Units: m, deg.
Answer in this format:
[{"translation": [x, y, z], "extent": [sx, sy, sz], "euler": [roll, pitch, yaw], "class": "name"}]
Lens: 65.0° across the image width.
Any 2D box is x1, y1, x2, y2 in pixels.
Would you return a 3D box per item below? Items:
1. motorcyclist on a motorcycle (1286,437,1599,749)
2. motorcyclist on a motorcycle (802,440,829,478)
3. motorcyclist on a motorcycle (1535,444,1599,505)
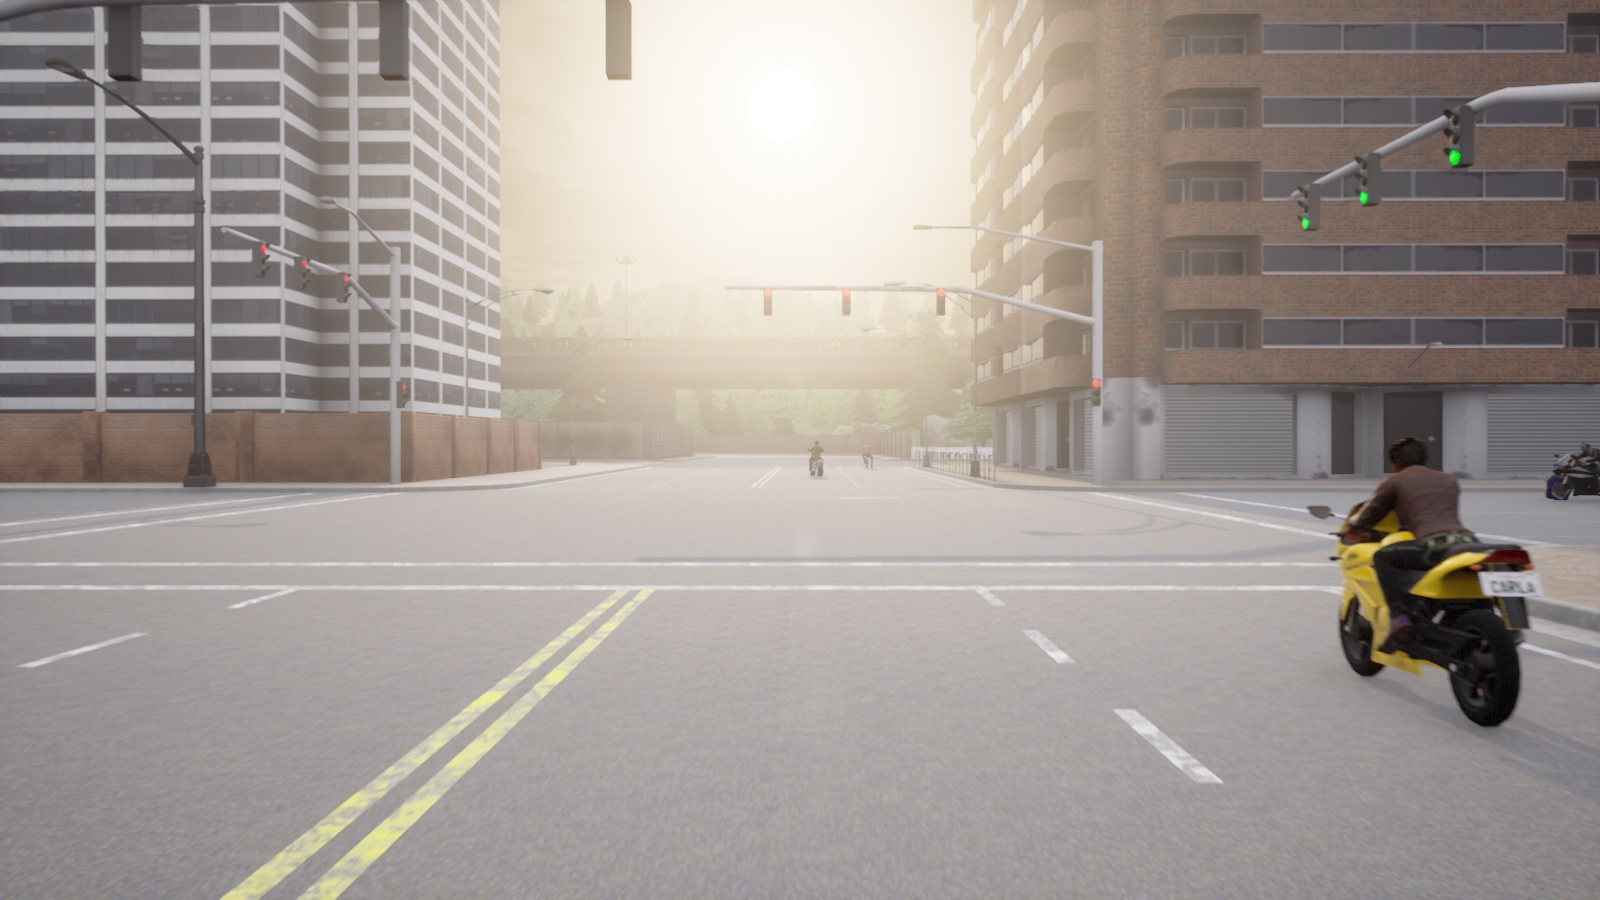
[{"translation": [3.555, 0.691, 7.149], "extent": [0.797, 1.523, 2.044], "euler": [0, 0, 0], "class": "motorcyclist on a motorcycle"}, {"translation": [0.682, 0.382, 55.980], "extent": [0.766, 1.649, 2.350], "euler": [1, 0, -10], "class": "motorcyclist on a motorcycle"}, {"translation": [20.066, 0.617, 31.982], "extent": [2.191, 1.530, 0.866], "euler": [0, 0, 1], "class": "motorcyclist on a motorcycle"}]
